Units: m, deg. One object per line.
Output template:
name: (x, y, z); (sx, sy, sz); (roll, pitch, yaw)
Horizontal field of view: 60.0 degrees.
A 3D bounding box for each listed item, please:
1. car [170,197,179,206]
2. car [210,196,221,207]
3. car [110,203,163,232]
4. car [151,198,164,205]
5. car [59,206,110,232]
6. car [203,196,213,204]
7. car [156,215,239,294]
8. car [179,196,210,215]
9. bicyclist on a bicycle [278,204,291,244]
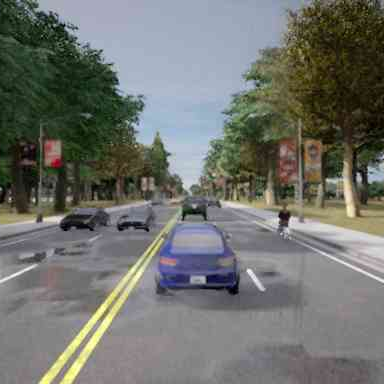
car: (-3.070, 1.760, 61.914); (1.882, 1.535, 5.008); (0, 0, 1)
car: (3.536, 1.605, 55.113); (2.097, 1.767, 4.553); (0, 0, 0)
car: (-3.282, 1.619, 20.765); (2.033, 1.411, 5.357); (0, 0, 0)
car: (-6.311, 1.824, 61.509); (2.033, 1.411, 5.357); (0, 0, 1)
car: (-6.531, 1.615, 21.013); (2.033, 1.411, 5.357); (0, 0, 0)
car: (3.501, 1.727, 73.387); (2.097, 1.767, 4.553); (0, 0, 0)
car: (0.124, 1.557, 8.791); (1.812, 1.442, 4.674); (0, 0, 0)
car: (0.187, 1.338, 29.840); (2.150, 2.045, 5.566); (0, 0, 0)
bicyclist on a bicycle: (4.189, 1.431, 15.254); (0.659, 1.776, 1.843); (0, 0, 0)
